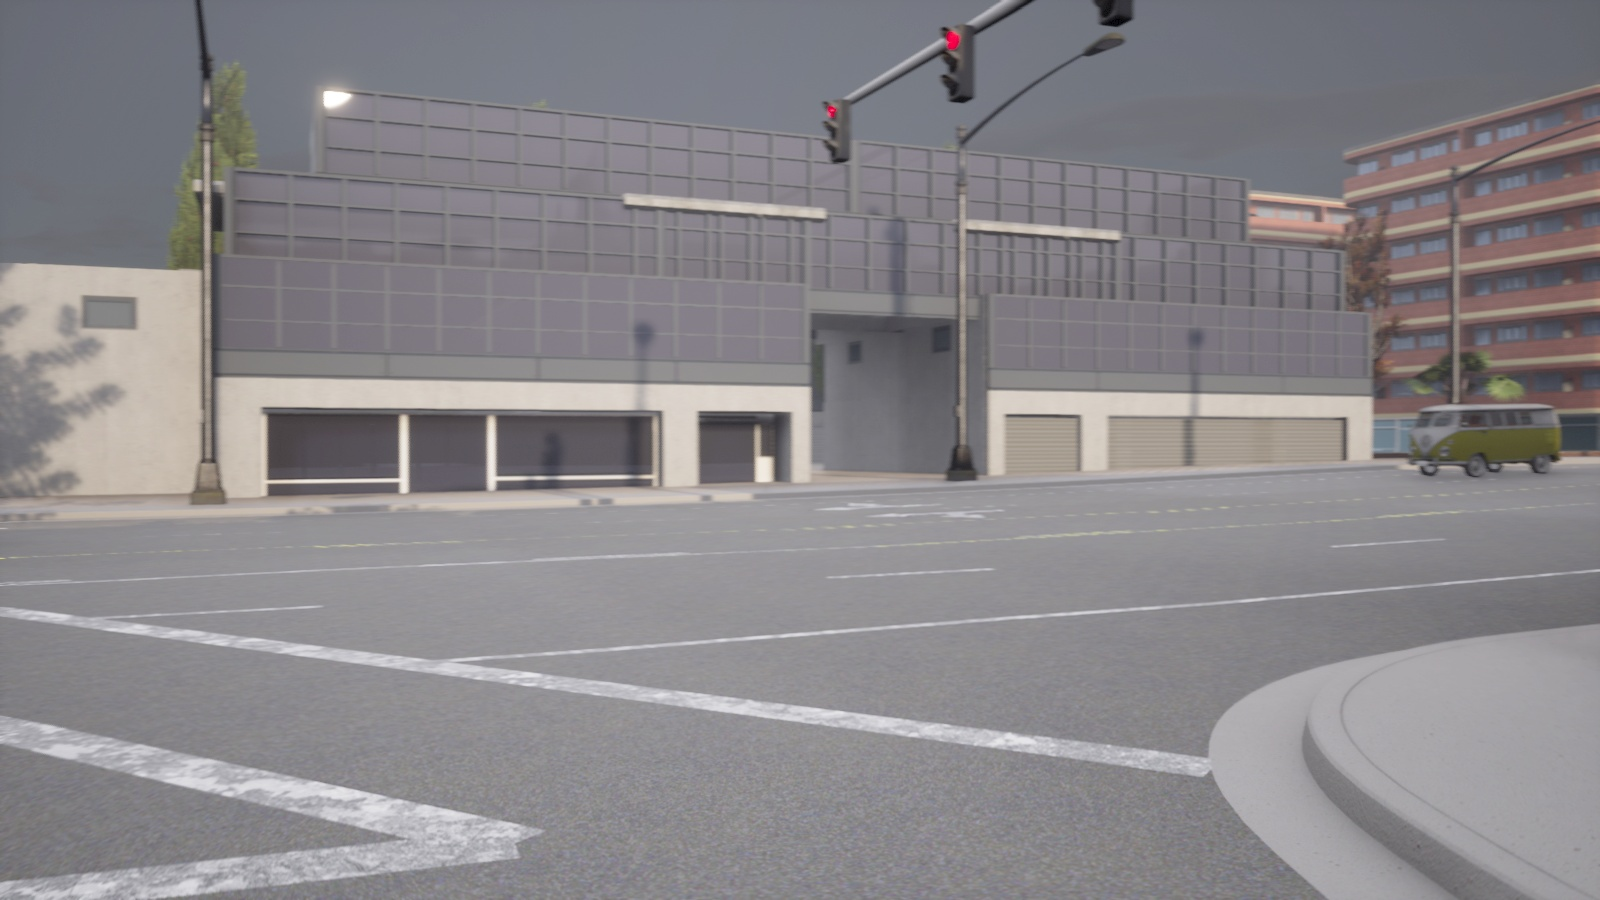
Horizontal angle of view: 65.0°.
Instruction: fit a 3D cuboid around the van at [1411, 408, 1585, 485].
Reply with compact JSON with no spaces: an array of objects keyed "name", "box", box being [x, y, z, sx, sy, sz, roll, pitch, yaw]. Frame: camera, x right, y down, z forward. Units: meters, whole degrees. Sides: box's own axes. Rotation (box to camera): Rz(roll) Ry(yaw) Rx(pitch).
[{"name":"van","box":[19.265,-0.133,34.656,4.442,1.987,1.775,-1,1,-22]}]
